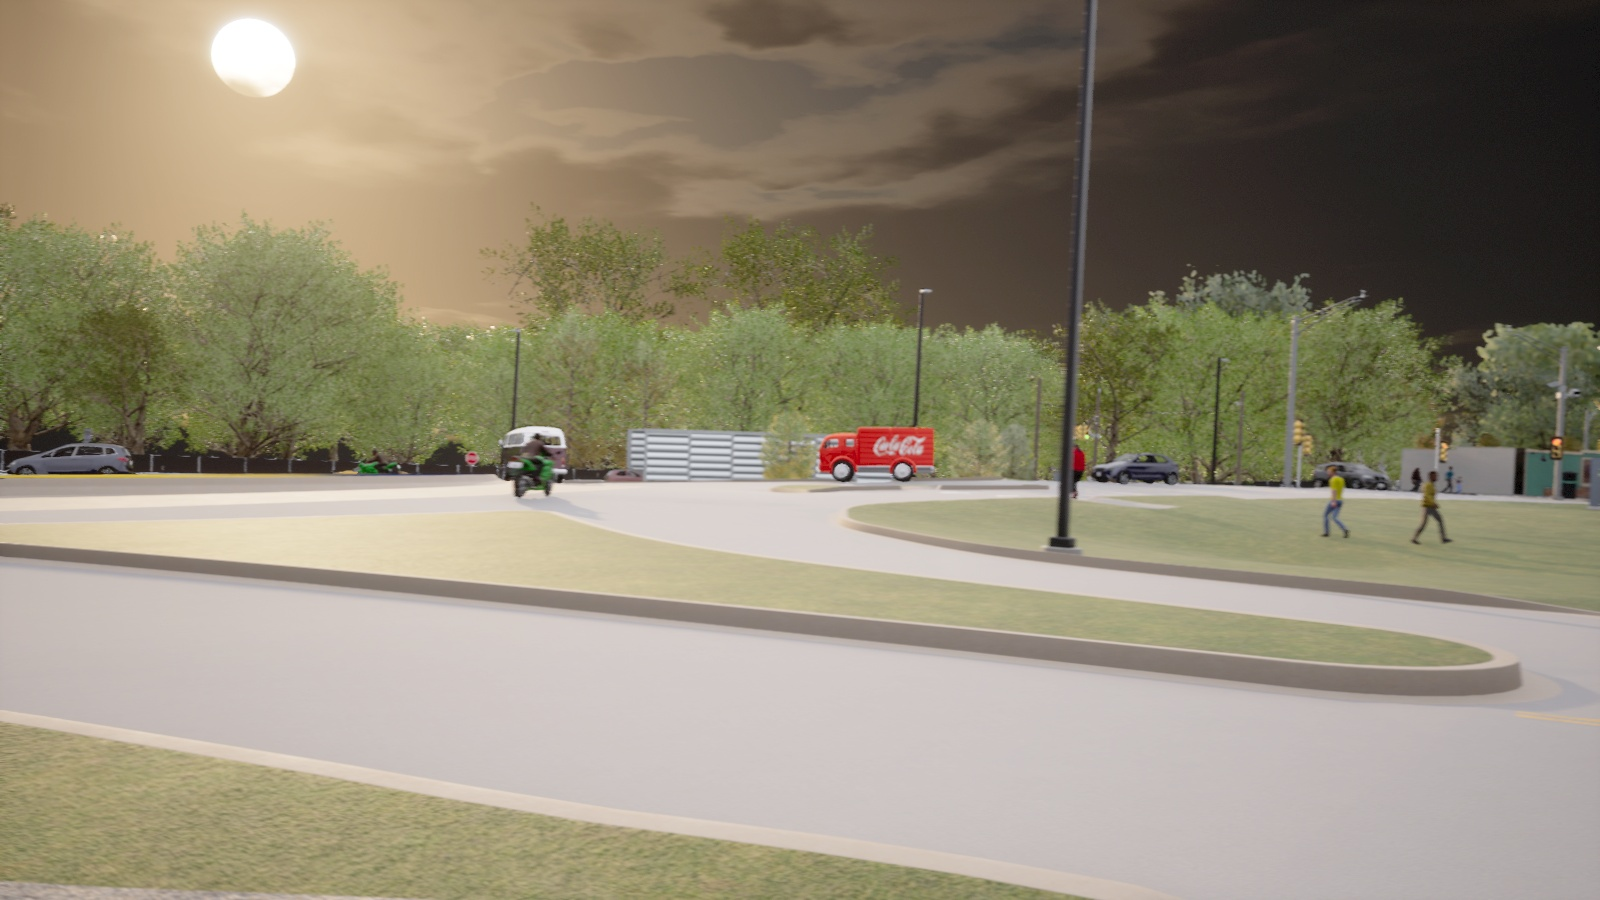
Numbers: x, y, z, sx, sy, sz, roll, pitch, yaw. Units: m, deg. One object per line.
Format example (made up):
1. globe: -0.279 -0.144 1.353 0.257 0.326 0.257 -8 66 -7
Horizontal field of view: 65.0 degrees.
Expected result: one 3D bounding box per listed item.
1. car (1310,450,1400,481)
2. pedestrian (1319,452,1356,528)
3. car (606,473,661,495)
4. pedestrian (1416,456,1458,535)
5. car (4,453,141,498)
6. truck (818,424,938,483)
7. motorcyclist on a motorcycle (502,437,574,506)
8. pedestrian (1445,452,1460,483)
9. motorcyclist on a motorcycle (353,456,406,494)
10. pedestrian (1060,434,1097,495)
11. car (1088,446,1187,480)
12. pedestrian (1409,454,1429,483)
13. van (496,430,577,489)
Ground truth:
1. car: 32.932 0.938 74.631 2.242 1.667 4.611 2 -3 -22
2. pedestrian: 13.185 0.978 30.831 0.354 1.836 0.706 2 0 -30
3. car: -12.026 2.444 90.605 3.633 1.501 1.845 1 0 -20
4. pedestrian: 15.123 1.085 29.826 0.431 1.840 0.709 2 0 -29
5. car: -30.294 1.070 52.445 4.611 1.667 2.242 -1 -4 -20
6. truck: 3.553 0.165 56.393 5.204 2.467 2.627 -1 0 6
7. motorcyclist on a motorcycle: -6.005 0.469 28.907 0.797 1.523 2.044 0 1 14
8. pedestrian: 41.014 1.123 78.943 0.396 1.930 0.692 2 0 -22
9. motorcyclist on a motorcycle: -18.233 1.083 54.459 2.044 1.523 0.797 -2 -5 0
10. pedestrian: 8.580 0.452 38.696 0.634 1.844 0.899 2 0 -27
11. car: 15.558 0.593 57.864 4.193 1.474 1.816 0 1 -25
12. pedestrian: 40.099 1.221 81.333 0.634 1.844 0.899 2 0 -25
13. van: -9.936 0.392 47.121 2.069 2.038 4.480 2 -2 -23
